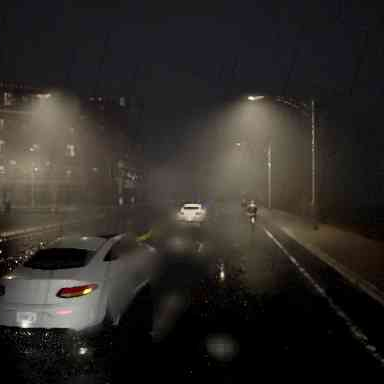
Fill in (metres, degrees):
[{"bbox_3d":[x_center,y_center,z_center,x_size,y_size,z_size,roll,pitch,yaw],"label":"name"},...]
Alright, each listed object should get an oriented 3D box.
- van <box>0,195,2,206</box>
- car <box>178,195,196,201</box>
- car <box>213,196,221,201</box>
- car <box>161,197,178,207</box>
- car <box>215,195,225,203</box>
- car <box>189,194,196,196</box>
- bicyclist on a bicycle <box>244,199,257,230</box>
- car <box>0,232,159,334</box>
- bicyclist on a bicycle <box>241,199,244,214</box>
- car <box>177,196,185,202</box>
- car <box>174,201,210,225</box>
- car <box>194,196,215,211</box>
[{"bbox_3d":[-26.206,1.145,41.965,3.998,1.788,1.690,1,-1,-24],"label":"van"},{"bbox_3d":[-0.804,1.759,56.737,2.033,1.411,5.357,0,0,3],"label":"car"},{"bbox_3d":[6.878,1.880,91.285,1.895,1.301,4.718,0,0,0],"label":"car"},{"bbox_3d":[-4.076,1.825,56.490,1.895,1.301,4.718,0,0,3],"label":"car"},{"bbox_3d":[6.673,1.748,78.135,1.837,1.490,4.892,0,0,1],"label":"car"},{"bbox_3d":[0.019,1.486,72.891,2.150,2.045,5.566,0,0,2],"label":"car"},{"bbox_3d":[3.711,1.437,20.459,0.659,1.776,1.843,0,0,6],"label":"bicyclist on a bicycle"},{"bbox_3d":[-1.977,1.560,6.852,1.812,1.442,4.674,0,0,7],"label":"car"},{"bbox_3d":[4.629,1.466,29.489,0.659,1.776,1.843,0,0,6],"label":"bicyclist on a bicycle"},{"bbox_3d":[-2.890,1.794,89.194,1.882,1.535,5.008,0,0,1],"label":"car"},{"bbox_3d":[0.079,1.620,24.596,1.812,1.442,4.674,0,0,6],"label":"car"},{"bbox_3d":[1.681,1.630,42.420,1.882,1.535,5.008,0,0,4],"label":"car"}]
